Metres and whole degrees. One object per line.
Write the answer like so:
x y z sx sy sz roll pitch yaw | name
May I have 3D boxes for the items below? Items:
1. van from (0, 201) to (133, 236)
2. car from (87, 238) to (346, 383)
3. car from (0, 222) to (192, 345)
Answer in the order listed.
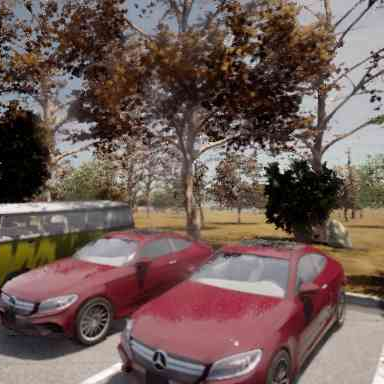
-3.493 1.242 8.102 1.878 1.987 4.442 0 1 35 | van
1.023 1.520 5.035 2.002 1.452 4.674 0 0 36 | car
-1.243 1.513 6.654 2.002 1.452 4.674 0 0 36 | car
